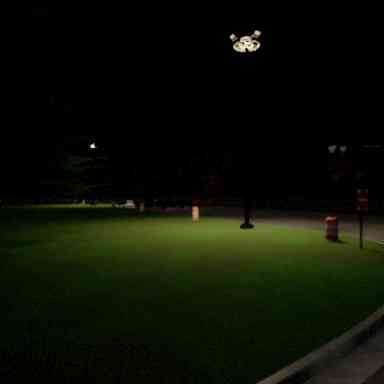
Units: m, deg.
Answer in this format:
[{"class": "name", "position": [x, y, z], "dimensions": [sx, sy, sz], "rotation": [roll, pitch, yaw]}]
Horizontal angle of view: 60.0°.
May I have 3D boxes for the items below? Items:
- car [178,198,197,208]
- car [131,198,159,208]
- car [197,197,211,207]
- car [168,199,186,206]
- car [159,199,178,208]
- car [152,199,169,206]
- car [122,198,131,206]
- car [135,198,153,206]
[{"class": "car", "position": [-1.620, 1.882, 57.619], "dimensions": [2.128, 1.511, 4.902], "rotation": [0, 0, -27]}, {"class": "car", "position": [-7.694, 1.868, 54.125], "dimensions": [2.128, 1.511, 4.902], "rotation": [0, 0, -27]}, {"class": "car", "position": [1.480, 1.748, 59.247], "dimensions": [2.097, 1.767, 4.553], "rotation": [0, 0, -27]}, {"class": "car", "position": [-3.186, 2.083, 68.077], "dimensions": [1.895, 1.301, 4.718], "rotation": [0, 0, -28]}, {"class": "car", "position": [-4.523, 1.886, 55.610], "dimensions": [1.837, 1.490, 4.892], "rotation": [0, 0, -27]}, {"class": "car", "position": [-6.275, 2.021, 66.432], "dimensions": [1.994, 1.385, 4.181], "rotation": [0, 0, -28]}, {"class": "car", "position": [-12.482, 1.937, 63.196], "dimensions": [2.128, 1.511, 4.902], "rotation": [0, 0, -28]}, {"class": "car", "position": [-9.379, 1.929, 64.814], "dimensions": [1.882, 1.535, 5.008], "rotation": [0, 0, -28]}]
